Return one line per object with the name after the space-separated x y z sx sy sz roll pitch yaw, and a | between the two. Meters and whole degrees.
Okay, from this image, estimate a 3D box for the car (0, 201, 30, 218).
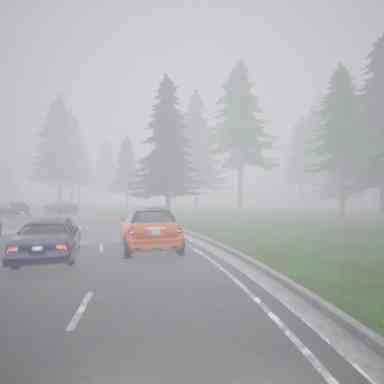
-16.956 1.595 31.566 4.892 1.490 1.837 0 -1 45 | car

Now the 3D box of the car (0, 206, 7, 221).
-10.370 1.621 15.842 1.994 1.385 4.181 0 0 -22 | car

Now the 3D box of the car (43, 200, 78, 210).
-13.140 1.543 33.111 1.882 1.535 5.008 0 0 -43 | car

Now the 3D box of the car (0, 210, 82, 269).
-4.865 1.572 11.358 2.033 1.411 5.357 0 0 -16 | car

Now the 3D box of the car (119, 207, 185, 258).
-1.734 1.357 13.122 2.097 1.767 4.553 -1 0 -14 | car
